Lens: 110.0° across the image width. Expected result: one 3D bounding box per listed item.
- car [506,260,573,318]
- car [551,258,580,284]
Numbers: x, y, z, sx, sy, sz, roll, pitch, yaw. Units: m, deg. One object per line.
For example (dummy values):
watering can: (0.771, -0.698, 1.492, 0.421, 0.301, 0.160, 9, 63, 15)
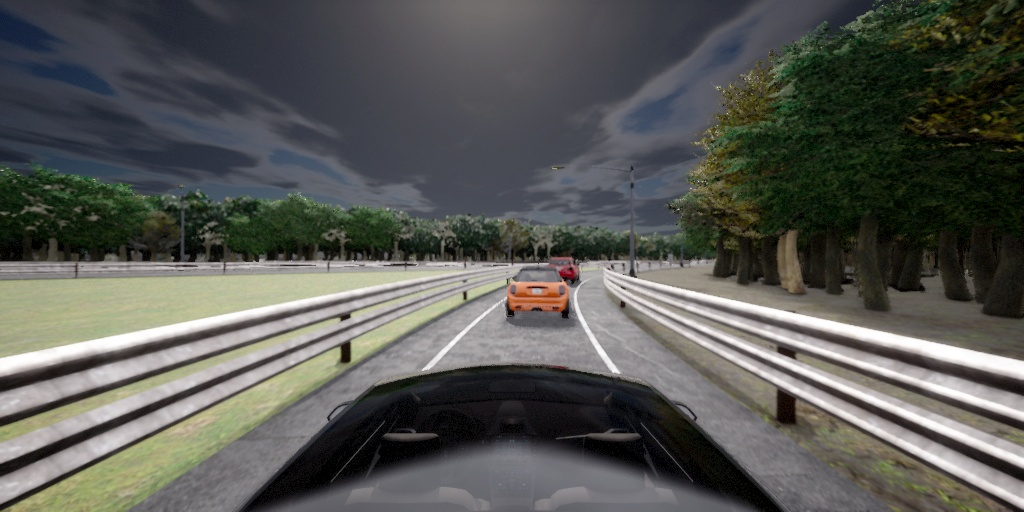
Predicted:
car: (1.068, 1.175, 13.681, 2.097, 1.767, 4.553, 0, 0, 7)
car: (4.302, 1.152, 29.532, 2.150, 2.045, 5.566, 0, 0, 16)
